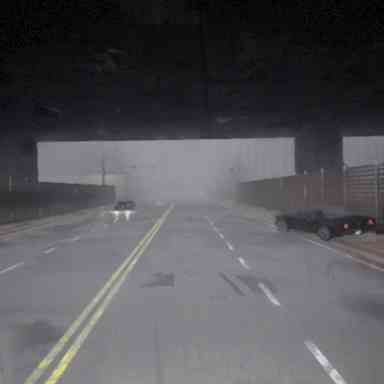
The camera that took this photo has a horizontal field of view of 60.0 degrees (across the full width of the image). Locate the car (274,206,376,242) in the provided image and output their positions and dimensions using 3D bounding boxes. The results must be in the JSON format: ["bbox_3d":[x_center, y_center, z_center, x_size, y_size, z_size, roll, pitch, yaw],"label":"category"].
[{"bbox_3d":[5.747,1.312,15.195,1.895,1.301,4.718,-7,2,-20],"label":"car"}]

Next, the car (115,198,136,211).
[{"bbox_3d":[-7.915,1.464,39.794,1.994,1.385,4.181,-1,0,-1],"label":"car"}]
